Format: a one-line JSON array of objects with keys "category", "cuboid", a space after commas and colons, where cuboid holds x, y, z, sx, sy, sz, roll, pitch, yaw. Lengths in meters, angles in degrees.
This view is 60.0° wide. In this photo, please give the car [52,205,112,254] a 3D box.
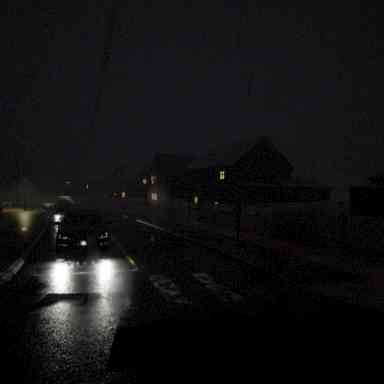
[{"category": "car", "cuboid": [-4.451, 1.493, 13.533, 1.837, 1.490, 4.892, 1, 0, -19]}]

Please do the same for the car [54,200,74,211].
[{"category": "car", "cuboid": [-13.987, 1.587, 36.342, 1.812, 1.442, 4.674, 1, -1, -26]}]
